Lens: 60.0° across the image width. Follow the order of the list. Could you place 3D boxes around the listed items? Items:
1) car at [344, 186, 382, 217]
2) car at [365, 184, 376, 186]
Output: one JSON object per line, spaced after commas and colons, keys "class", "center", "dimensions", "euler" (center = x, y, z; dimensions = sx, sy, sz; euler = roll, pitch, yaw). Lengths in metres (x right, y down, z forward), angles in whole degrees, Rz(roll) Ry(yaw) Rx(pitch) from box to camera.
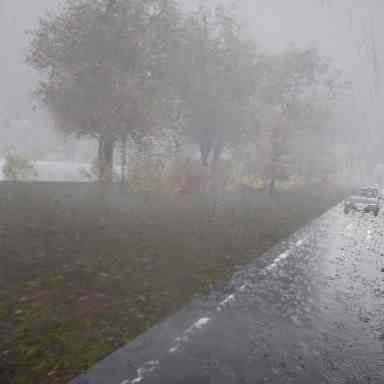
{"class": "car", "center": [10.932, 0.593, 21.307], "dimensions": [2.128, 1.511, 4.902], "euler": [6, 5, 29]}
{"class": "car", "center": [27.040, -0.524, 50.393], "dimensions": [1.882, 1.535, 5.008], "euler": [6, 5, 29]}
